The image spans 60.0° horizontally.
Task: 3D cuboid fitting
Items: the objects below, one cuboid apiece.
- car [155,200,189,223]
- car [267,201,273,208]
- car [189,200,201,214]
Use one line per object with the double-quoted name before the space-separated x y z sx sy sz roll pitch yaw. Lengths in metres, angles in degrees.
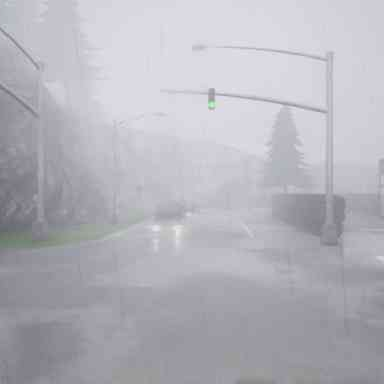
"car" -1.617 1.477 26.104 1.882 1.535 5.008 0 0 4
"car" 12.698 1.507 45.254 4.892 1.490 1.837 1 0 -5
"car" -0.430 1.564 35.995 1.994 1.385 4.181 0 0 16
